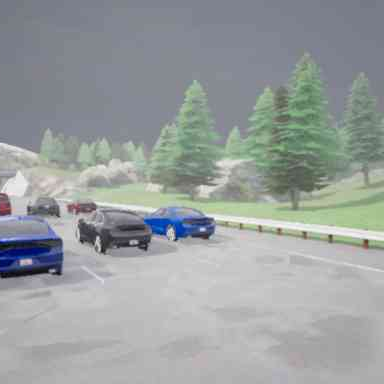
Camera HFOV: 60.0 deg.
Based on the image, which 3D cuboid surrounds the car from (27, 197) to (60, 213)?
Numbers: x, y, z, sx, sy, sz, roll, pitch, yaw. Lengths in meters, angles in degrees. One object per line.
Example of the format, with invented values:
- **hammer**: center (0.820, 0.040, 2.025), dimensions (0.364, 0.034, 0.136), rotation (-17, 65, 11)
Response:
- **car**: center (-12.570, 1.195, 28.041), dimensions (2.097, 1.767, 4.553), rotation (0, 0, -32)

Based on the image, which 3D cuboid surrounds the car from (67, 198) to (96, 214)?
- **car**: center (-10.329, 1.317, 31.042), dimensions (1.882, 1.535, 5.008), rotation (0, 0, -32)

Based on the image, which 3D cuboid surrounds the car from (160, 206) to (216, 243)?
- **car**: center (-0.862, 1.411, 16.091), dimensions (1.882, 1.535, 5.008), rotation (0, 0, -32)

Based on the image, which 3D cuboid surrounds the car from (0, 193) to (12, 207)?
- **car**: center (-15.472, 1.061, 26.083), dimensions (2.150, 2.045, 5.566), rotation (0, 0, -32)

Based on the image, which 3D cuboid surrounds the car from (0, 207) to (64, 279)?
- **car**: center (-5.060, 1.421, 9.625), dimensions (1.882, 1.535, 5.008), rotation (0, 0, -32)

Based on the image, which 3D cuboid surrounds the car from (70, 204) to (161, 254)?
- **car**: center (-3.254, 1.440, 13.322), dimensions (1.837, 1.490, 4.892), rotation (0, 0, -32)
